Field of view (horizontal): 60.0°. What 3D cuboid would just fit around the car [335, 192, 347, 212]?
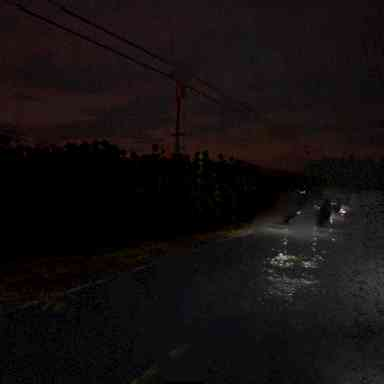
[{"bbox_3d":[12.182,0.926,29.651,2.128,1.511,4.902,2,2,29],"label":"car"}]

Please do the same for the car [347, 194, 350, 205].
[{"bbox_3d":[17.475,0.766,39.245,2.128,1.511,4.902,2,2,29],"label":"car"}]

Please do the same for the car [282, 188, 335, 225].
[{"bbox_3d":[7.316,0.802,20.821,2.150,2.045,5.566,2,2,29],"label":"car"}]
